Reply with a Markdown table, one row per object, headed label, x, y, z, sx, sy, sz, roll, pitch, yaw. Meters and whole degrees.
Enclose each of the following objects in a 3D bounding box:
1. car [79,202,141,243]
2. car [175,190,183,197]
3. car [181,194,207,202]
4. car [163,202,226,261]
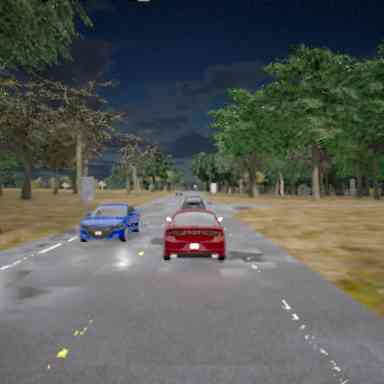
| label | x | y | z | sx | sy | sz | roll | pitch | yaw |
| --- | --- | --- | --- | --- | --- | --- | --- | --- | --- |
| car | -3.545 | 1.271 | 15.154 | 1.882 | 1.535 | 5.008 | 0 | 0 | 0 |
| car | -3.306 | 0.340 | 83.436 | 1.882 | 1.535 | 5.008 | 0 | 1 | 0 |
| car | 0.139 | 1.130 | 27.872 | 1.837 | 1.490 | 4.892 | 0 | 1 | 0 |
| car | 0.089 | 1.319 | 11.627 | 1.882 | 1.535 | 5.008 | 0 | 1 | 1 |
